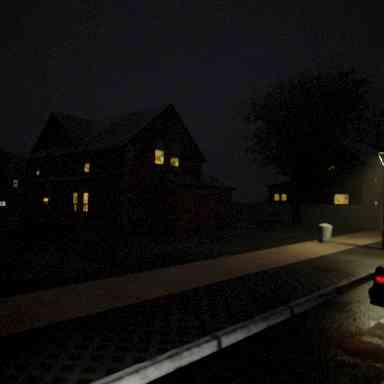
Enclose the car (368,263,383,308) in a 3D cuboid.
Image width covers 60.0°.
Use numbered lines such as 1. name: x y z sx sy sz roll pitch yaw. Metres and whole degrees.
1. car: 5.570 1.624 7.064 5.357 1.411 2.033 1 -1 -43
